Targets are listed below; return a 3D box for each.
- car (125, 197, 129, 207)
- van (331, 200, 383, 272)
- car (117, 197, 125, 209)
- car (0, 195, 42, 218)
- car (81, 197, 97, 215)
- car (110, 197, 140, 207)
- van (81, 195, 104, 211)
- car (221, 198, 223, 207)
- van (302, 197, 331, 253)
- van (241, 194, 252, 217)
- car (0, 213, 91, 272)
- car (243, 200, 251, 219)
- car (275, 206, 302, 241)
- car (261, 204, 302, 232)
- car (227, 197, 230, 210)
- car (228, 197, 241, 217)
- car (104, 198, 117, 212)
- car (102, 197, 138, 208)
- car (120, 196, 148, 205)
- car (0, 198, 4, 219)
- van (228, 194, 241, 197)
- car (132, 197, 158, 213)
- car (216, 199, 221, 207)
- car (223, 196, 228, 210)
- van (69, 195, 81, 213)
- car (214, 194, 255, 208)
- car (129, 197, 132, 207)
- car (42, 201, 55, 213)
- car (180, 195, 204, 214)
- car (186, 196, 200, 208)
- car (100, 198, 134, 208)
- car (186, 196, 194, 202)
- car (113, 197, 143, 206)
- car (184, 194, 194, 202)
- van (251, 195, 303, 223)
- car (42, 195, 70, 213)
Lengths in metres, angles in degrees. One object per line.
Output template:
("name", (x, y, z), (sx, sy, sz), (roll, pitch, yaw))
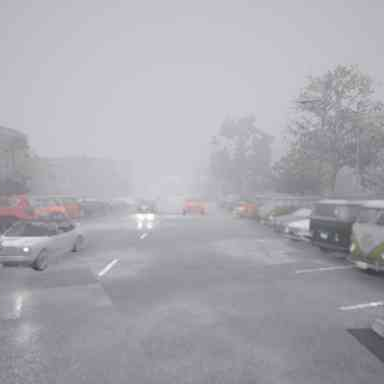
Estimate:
("car", (-11.332, 1.601, 44.412), (4.792, 1.488, 2.163), (-1, -1, -20))
("van", (6.303, 1.257, 9.011), (4.442, 1.987, 1.878), (1, 0, -20))
("car", (-11.370, 1.560, 41.466), (4.892, 1.521, 2.231), (-1, -1, -20))
("car", (-11.422, 1.236, 17.986), (5.566, 2.045, 2.435), (-1, 0, -20))
("car", (-11.372, 1.512, 29.731), (5.008, 1.535, 2.097), (-1, 0, -20))
("car", (-11.348, 1.667, 56.137), (4.674, 1.452, 2.002), (-1, -1, -20))
("van", (-11.270, 1.295, 32.710), (4.442, 1.987, 1.878), (-1, 0, -20))
("car", (6.424, 1.433, 41.432), (4.553, 1.767, 2.185), (1, -1, -20))
("van", (6.524, 1.260, 12.044), (4.442, 1.987, 1.878), (1, 0, -20))
("van", (6.543, 1.281, 26.763), (4.442, 1.987, 1.878), (1, 0, -20))
("car", (-5.086, 1.598, 10.899), (1.895, 1.301, 4.718), (0, 0, 0))
("car", (6.424, 1.537, 23.780), (4.674, 1.452, 2.002), (1, 0, -20))
("car", (6.422, 1.525, 14.940), (4.674, 1.452, 2.002), (1, 0, -20))
("car", (6.423, 1.529, 17.885), (4.674, 1.452, 2.002), (1, 0, -20))
("car", (6.431, 1.524, 32.609), (4.892, 1.521, 2.231), (1, -1, -20))
("car", (6.262, 1.508, 29.599), (5.366, 1.575, 1.946), (1, 0, -20))
("car", (-11.400, 1.420, 38.526), (4.553, 1.767, 2.185), (-1, -1, -20))
("car", (-11.521, 1.612, 53.134), (5.366, 1.575, 1.946), (-1, 0, -20))
("car", (-11.331, 1.669, 64.933), (4.892, 1.521, 2.231), (-1, 0, -20))
("car", (-11.432, 1.358, 15.062), (4.553, 1.767, 2.185), (-1, 0, -20))
("van", (6.551, 1.310, 35.600), (4.442, 1.987, 1.878), (1, -1, -20))
("car", (-4.988, 1.547, 37.359), (2.128, 1.511, 4.902), (0, 0, 1))
("car", (6.484, 1.617, 47.343), (4.792, 1.488, 2.163), (1, -1, -20))
("car", (6.474, 1.576, 38.508), (4.792, 1.488, 2.163), (1, -1, -20))
("van", (-11.493, 1.280, 26.755), (4.442, 1.987, 1.878), (-1, 0, -20))
("car", (6.439, 1.349, 50.262), (5.566, 2.045, 2.435), (1, 0, -20))
("car", (-11.367, 1.587, 47.338), (4.892, 1.521, 2.231), (-1, -1, -20))
("car", (-11.391, 1.532, 20.934), (4.674, 1.452, 2.002), (-1, 0, -20))
("car", (0.146, 1.401, 35.550), (2.097, 1.767, 4.553), (0, 0, 0))
("car", (0.150, 1.468, 50.792), (2.097, 1.767, 4.553), (0, 0, 1))
("car", (-11.355, 1.640, 50.268), (4.674, 1.452, 2.002), (-1, -1, -20))
("car", (-0.542, 1.876, 88.659), (2.097, 1.535, 5.008), (0, -1, -1))
("car", (-11.349, 1.642, 59.071), (4.892, 1.521, 2.231), (-1, -1, -20))
("car", (-0.896, 1.723, 94.646), (2.435, 2.045, 5.566), (0, -1, -7))
("van", (6.320, 1.266, 20.787), (4.442, 1.987, 1.878), (1, 0, -20))
("car", (-11.358, 1.370, 23.873), (4.553, 1.767, 2.185), (-1, 0, -20))
